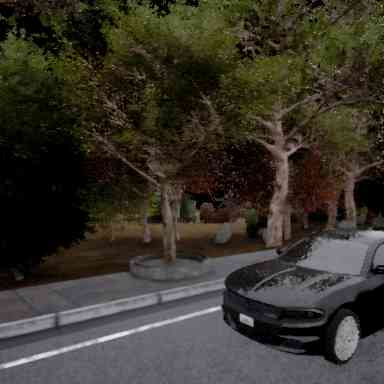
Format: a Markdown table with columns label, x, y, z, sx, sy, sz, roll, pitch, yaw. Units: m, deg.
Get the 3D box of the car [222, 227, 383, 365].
| label | x | y | z | sx | sy | sz | roll | pitch | yaw |
| --- | --- | --- | --- | --- | --- | --- | --- | --- | --- |
| car | 2.772 | 1.451 | 5.962 | 5.008 | 1.535 | 1.882 | 0 | 0 | -35 |
